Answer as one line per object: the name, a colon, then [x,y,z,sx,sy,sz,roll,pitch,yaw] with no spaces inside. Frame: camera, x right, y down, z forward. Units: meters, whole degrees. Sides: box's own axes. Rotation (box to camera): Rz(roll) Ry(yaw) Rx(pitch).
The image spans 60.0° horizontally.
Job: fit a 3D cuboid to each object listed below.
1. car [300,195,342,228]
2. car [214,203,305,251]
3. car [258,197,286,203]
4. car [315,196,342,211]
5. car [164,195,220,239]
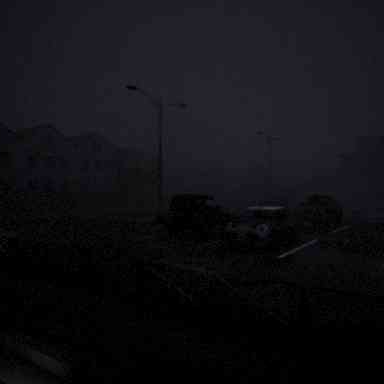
car: [7.651,1.083,20.108,1.932,1.855,4.605,0,0,35]
car: [2.799,1.348,13.154,1.970,1.475,3.806,0,0,35]
car: [7.741,1.266,32.290,2.007,1.523,4.514,0,0,35]
car: [14.794,1.209,35.944,1.970,1.475,3.806,0,0,35]
car: [0.433,1.056,15.568,1.905,1.878,3.866,0,0,35]
